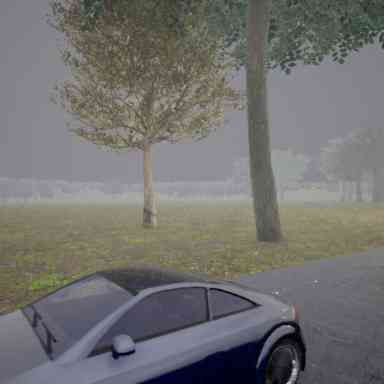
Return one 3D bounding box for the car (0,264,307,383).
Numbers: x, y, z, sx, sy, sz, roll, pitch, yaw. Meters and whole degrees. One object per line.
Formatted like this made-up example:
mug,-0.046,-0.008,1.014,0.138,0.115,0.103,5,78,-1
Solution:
car,-0.708,1.563,3.493,4.181,1.385,1.994,0,0,-36
